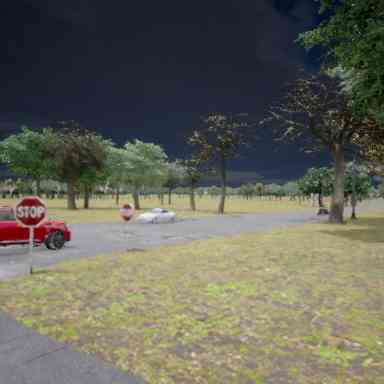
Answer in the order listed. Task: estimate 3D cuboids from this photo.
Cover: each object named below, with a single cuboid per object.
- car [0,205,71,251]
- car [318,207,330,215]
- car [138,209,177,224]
[{"bbox_3d":[-8.224,1.621,14.778,2.150,2.045,5.566,1,-3,36],"label":"car"},{"bbox_3d":[25.582,3.658,64.149,1.837,1.490,4.892,2,-1,29],"label":"car"},{"bbox_3d":[-3.373,2.407,33.463,1.812,1.442,4.674,1,-1,36],"label":"car"}]
